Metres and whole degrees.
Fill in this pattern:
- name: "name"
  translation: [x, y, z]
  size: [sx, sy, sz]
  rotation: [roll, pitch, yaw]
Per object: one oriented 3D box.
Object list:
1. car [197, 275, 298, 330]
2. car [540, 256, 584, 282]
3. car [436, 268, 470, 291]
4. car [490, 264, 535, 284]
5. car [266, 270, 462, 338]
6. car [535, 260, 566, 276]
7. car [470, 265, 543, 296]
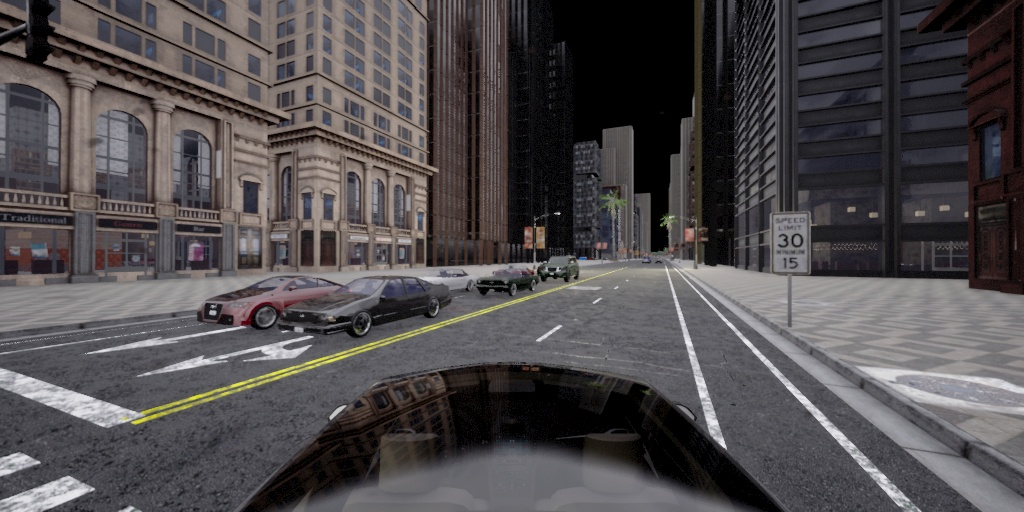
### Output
- name: "car"
  translation: [-7.108, 1.315, 11.279]
  size: [1.994, 1.385, 4.181]
  rotation: [0, 0, 23]
- name: "car"
  translation: [4.022, 0.984, 29.352]
  size: [2.150, 2.045, 5.566]
  rotation: [0, 0, 23]
- name: "car"
  translation: [-3.715, 1.355, 19.357]
  size: [1.895, 1.301, 4.718]
  rotation: [0, 0, 23]
- name: "car"
  translation: [0.150, 1.362, 28.538]
  size: [1.895, 1.301, 4.718]
  rotation: [0, 0, 23]
- name: "car"
  translation: [-3.849, 1.299, 10.655]
  size: [2.033, 1.411, 5.357]
  rotation: [0, 0, 23]
- name: "car"
  translation: [4.143, 1.247, 37.930]
  size: [1.882, 1.535, 5.008]
  rotation: [0, 0, 23]
- name: "car"
  translation: [-0.130, 1.356, 19.494]
  size: [1.895, 1.301, 4.718]
  rotation: [0, 0, 23]
